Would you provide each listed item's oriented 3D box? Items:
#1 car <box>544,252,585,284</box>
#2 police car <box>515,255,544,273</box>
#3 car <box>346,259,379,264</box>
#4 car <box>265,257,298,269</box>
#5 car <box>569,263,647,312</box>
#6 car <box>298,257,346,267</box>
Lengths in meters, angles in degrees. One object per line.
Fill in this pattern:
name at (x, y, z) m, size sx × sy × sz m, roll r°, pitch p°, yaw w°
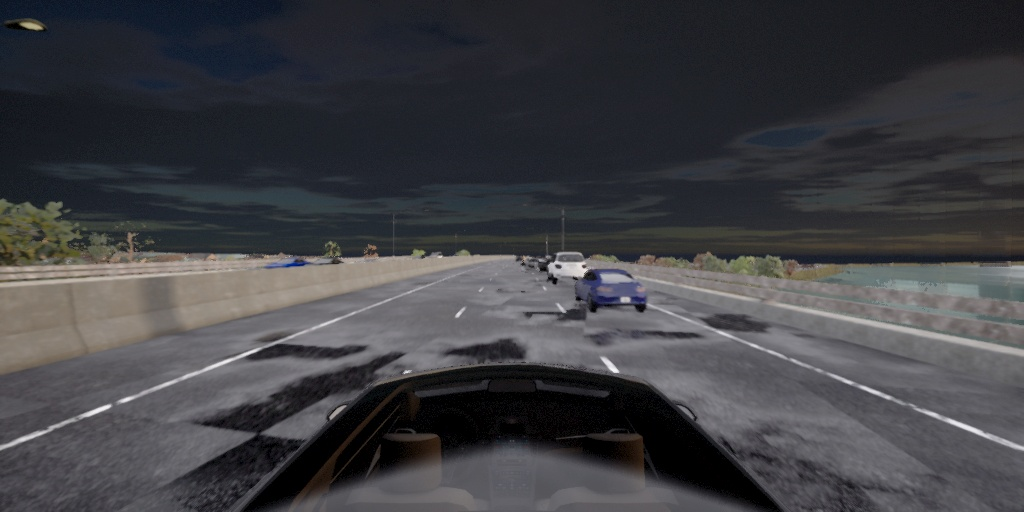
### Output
car at (3.629, 0.763, 24.364) m, size 2.150 × 2.045 × 5.566 m, roll 0°, pitch 1°, yaw 1°
police car at (2.660, 0.856, 36.997) m, size 1.930 × 1.638 × 5.238 m, roll 0°, pitch 0°, yaw -28°
car at (-13.782, 0.992, 34.674) m, size 1.994 × 1.385 × 4.181 m, roll 0°, pitch 0°, yaw 1°
car at (-20.804, 0.905, 33.614) m, size 1.882 × 1.535 × 5.008 m, roll 0°, pitch 0°, yaw 1°
car at (3.529, 1.167, 13.415) m, size 1.812 × 1.442 × 4.674 m, roll 0°, pitch 1°, yaw 0°
car at (-17.306, 0.911, 33.539) m, size 1.882 × 1.535 × 5.008 m, roll 0°, pitch 0°, yaw 1°
